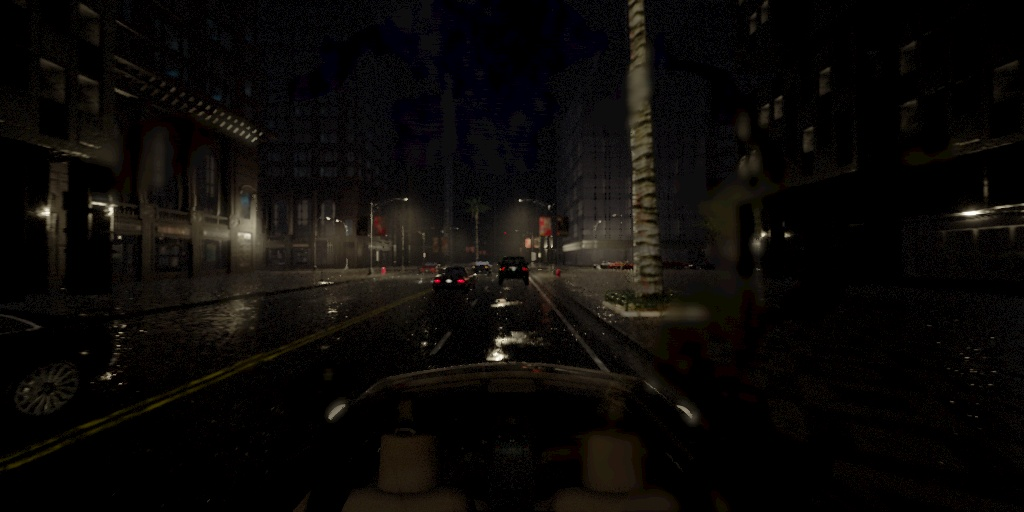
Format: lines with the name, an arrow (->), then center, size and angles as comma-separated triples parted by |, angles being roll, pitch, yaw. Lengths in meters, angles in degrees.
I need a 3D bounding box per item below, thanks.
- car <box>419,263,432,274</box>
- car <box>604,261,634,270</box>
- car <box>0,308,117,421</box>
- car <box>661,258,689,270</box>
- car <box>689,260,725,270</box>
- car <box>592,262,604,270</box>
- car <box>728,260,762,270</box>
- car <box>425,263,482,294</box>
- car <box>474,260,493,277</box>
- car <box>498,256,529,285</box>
car -> -9.726, 1.490, 42.939 | 1.994, 1.385, 4.181 | 0, 0, 0
car -> 15.345, 1.410, 49.367 | 4.207, 1.307, 1.802 | 0, 0, -1
car -> -6.598, 1.240, 3.017 | 2.128, 1.511, 4.902 | 0, 0, 0
car -> 20.984, 1.123, 49.451 | 5.009, 1.841, 2.192 | 0, 0, -1
car -> 26.621, 1.358, 49.535 | 4.313, 1.339, 1.948 | 0, 0, -1
car -> 15.220, 1.514, 57.891 | 4.313, 1.339, 1.948 | 0, 0, -1
car -> 32.258, 1.343, 49.620 | 4.313, 1.339, 1.948 | 0, 0, -1
car -> -3.144, 1.315, 20.529 | 2.033, 1.411, 5.357 | 0, 0, 1
car -> -3.132, 1.335, 37.470 | 2.128, 1.511, 4.902 | 0, 0, 0
car -> 0.116, 1.010, 26.653 | 2.150, 2.045, 5.566 | 0, 0, 0
